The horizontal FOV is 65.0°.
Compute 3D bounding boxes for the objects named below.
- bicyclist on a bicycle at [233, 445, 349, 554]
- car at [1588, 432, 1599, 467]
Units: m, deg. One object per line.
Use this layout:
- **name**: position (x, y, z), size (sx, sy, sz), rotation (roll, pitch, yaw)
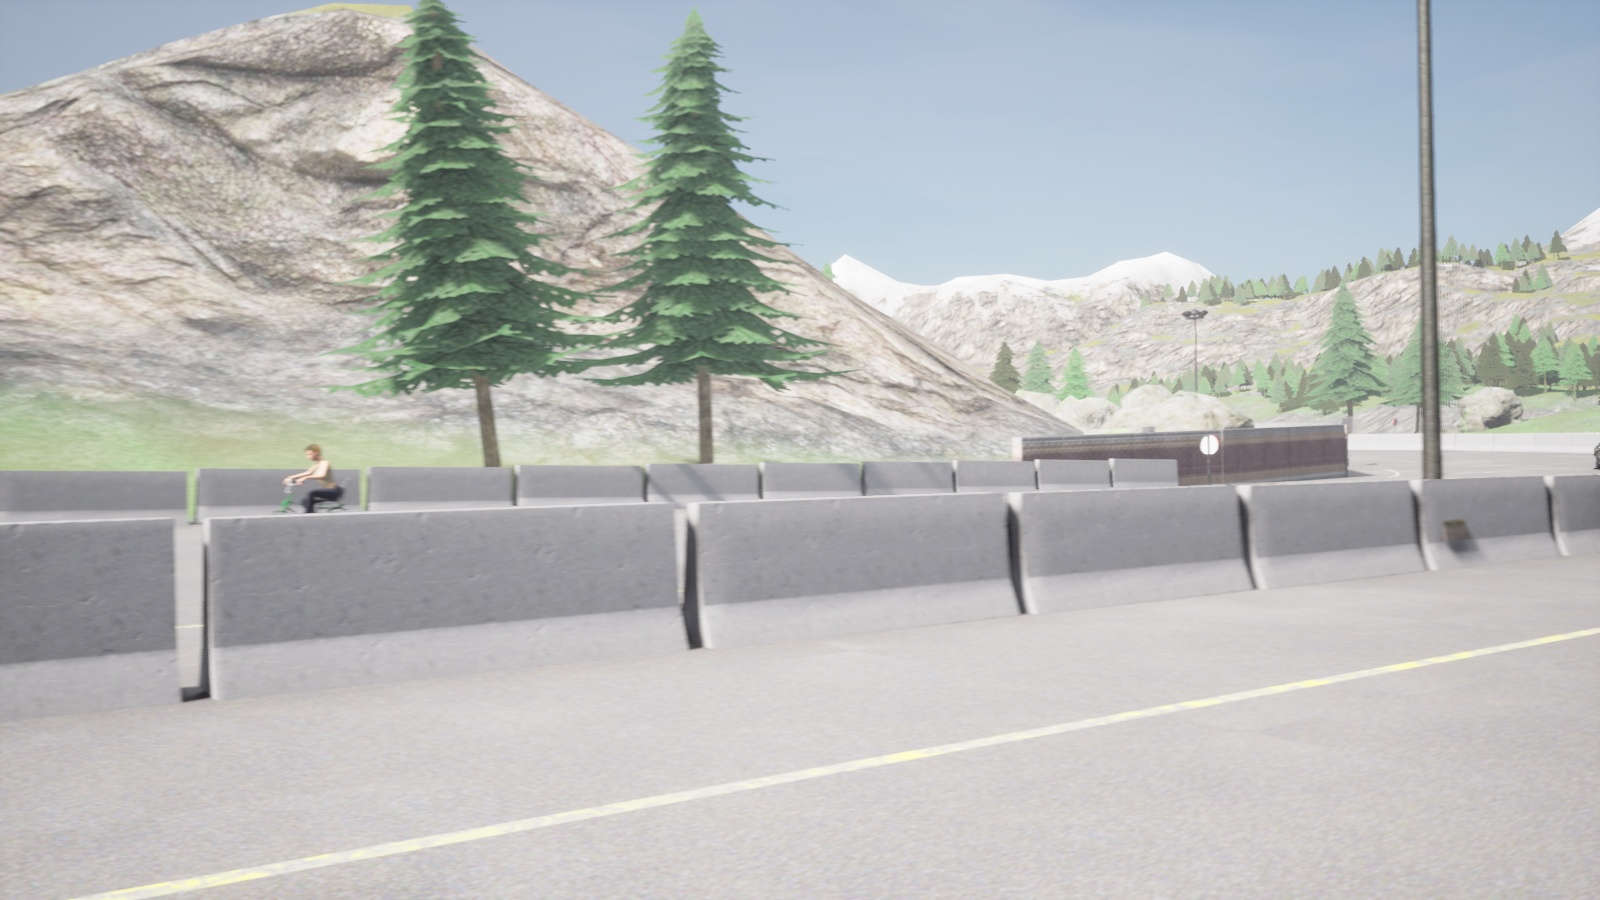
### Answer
- **bicyclist on a bicycle**: position (-7.897, 0.738, 19.489), size (1.509, 1.612, 0.866), rotation (0, 0, -35)
- **car**: position (34.716, -0.018, 52.840), size (1.837, 1.490, 4.892), rotation (-1, 1, 23)
